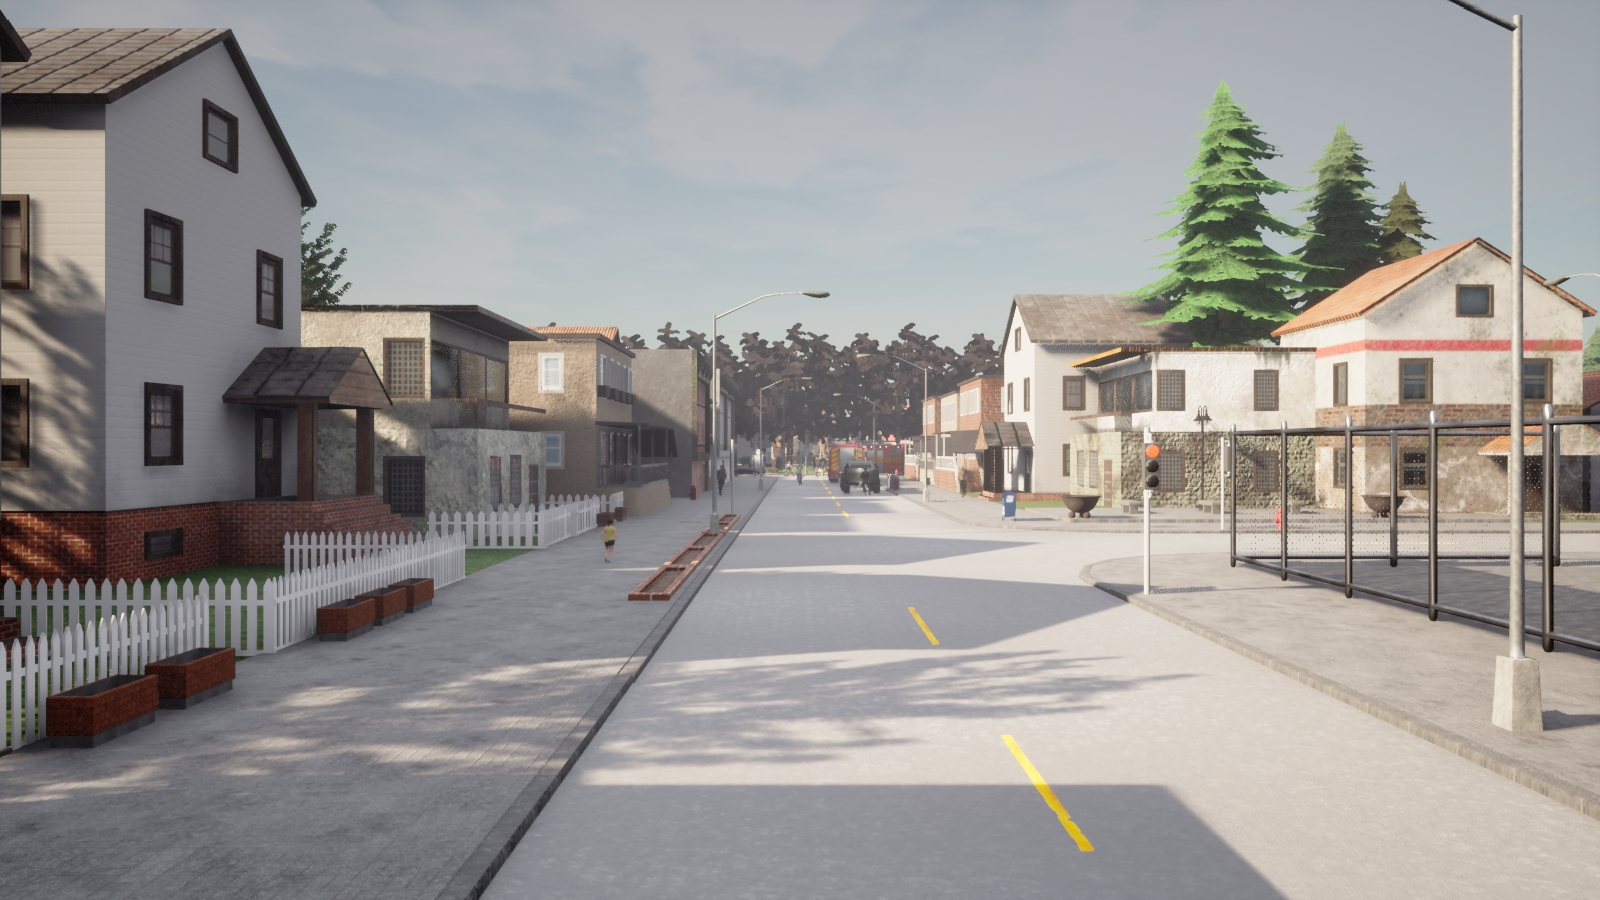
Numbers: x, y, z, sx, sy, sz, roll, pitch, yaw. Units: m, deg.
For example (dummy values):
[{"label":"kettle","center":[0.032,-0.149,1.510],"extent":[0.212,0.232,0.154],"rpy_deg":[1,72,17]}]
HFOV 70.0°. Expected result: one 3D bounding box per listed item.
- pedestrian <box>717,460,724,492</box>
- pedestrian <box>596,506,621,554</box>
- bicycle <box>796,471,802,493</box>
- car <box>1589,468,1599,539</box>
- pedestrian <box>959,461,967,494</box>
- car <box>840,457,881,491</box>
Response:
[{"label":"pedestrian","center":[-4.695,1.524,67.583],"extent":[0.375,1.860,0.375],"rpy_deg":[0,0,-4]},{"label":"pedestrian","center":[-4.571,1.905,27.275],"extent":[0.500,1.100,0.500],"rpy_deg":[0,0,4]},{"label":"bicycle","center":[-0.067,1.940,69.737],"extent":[0.329,1.271,1.835],"rpy_deg":[0,0,0]},{"label":"car","center":[25.943,1.560,32.437],"extent":[5.566,2.045,2.150],"rpy_deg":[0,0,1]},{"label":"pedestrian","center":[9.126,1.524,63.977],"extent":[0.375,1.860,0.375],"rpy_deg":[0,0,0]},{"label":"car","center":[3.979,1.534,75.783],"extent":[2.390,2.098,6.274],"rpy_deg":[0,0,0]}]
